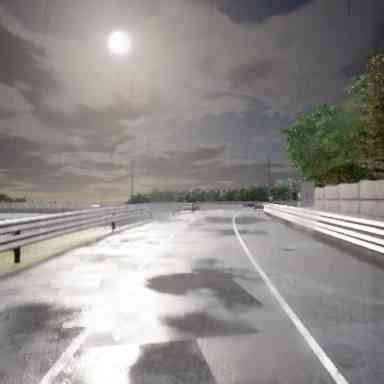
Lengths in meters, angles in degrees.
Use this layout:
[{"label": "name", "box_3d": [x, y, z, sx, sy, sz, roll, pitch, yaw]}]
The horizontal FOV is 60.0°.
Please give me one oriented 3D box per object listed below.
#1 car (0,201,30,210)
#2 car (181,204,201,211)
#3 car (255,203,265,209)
[{"label": "car", "box_3d": [-24.216, 1.982, 44.200, 4.892, 1.490, 1.837, 2, -2, -31]}, {"label": "car", "box_3d": [-0.147, 2.871, 62.860, 1.994, 1.385, 4.181, -2, -3, 44]}, {"label": "car", "box_3d": [18.338, 3.699, 88.059, 2.097, 1.767, 4.553, -1, -2, 27]}]
